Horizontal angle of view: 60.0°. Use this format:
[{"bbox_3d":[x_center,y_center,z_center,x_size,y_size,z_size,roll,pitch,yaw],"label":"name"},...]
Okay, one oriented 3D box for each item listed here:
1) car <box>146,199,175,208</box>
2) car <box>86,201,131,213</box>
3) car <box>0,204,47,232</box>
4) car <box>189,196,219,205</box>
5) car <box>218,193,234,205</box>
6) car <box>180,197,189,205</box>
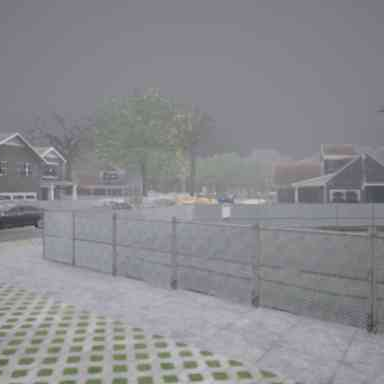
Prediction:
[{"bbox_3d":[-3.437,1.524,37.113,1.837,1.490,4.892,0,0,19],"label":"car"},{"bbox_3d":[-6.928,1.498,27.840,2.128,1.511,4.902,0,0,22],"label":"car"},{"bbox_3d":[-10.521,1.470,19.192,1.837,1.490,4.892,0,0,23],"label":"car"},{"bbox_3d":[1.567,1.488,42.675,1.882,1.535,5.008,0,0,18],"label":"car"},{"bbox_3d":[5.714,1.124,56.520,2.150,2.045,5.566,0,1,15],"label":"car"},{"bbox_3d":[-0.173,1.454,46.664,1.882,1.535,5.008,0,1,18],"label":"car"}]
